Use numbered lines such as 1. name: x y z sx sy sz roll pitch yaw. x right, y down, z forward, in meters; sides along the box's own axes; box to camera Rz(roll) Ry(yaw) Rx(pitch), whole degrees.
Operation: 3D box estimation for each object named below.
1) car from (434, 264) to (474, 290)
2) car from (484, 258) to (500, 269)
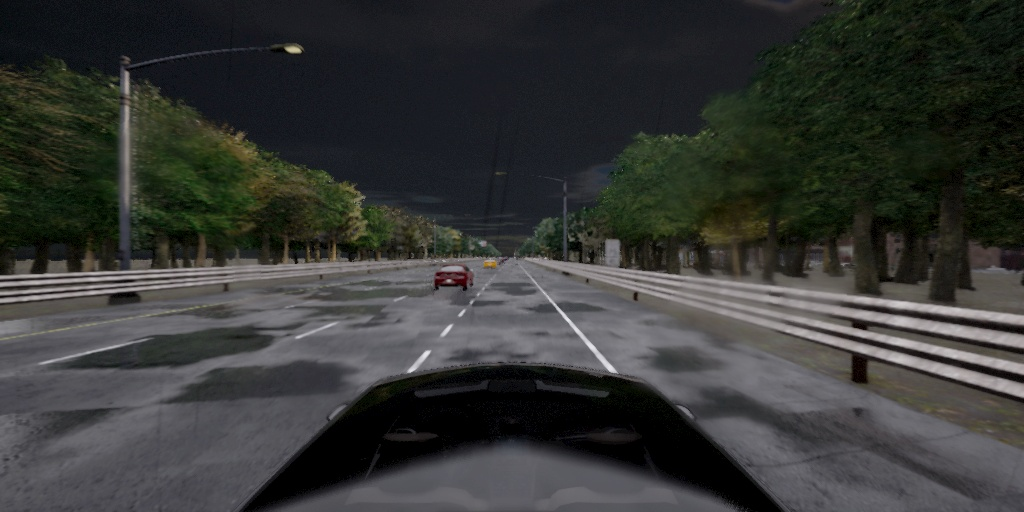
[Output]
1. car: -3.501 1.234 22.336 1.882 1.535 5.008 0 0 0
2. car: -3.490 1.260 58.433 1.882 1.535 5.008 0 0 0
